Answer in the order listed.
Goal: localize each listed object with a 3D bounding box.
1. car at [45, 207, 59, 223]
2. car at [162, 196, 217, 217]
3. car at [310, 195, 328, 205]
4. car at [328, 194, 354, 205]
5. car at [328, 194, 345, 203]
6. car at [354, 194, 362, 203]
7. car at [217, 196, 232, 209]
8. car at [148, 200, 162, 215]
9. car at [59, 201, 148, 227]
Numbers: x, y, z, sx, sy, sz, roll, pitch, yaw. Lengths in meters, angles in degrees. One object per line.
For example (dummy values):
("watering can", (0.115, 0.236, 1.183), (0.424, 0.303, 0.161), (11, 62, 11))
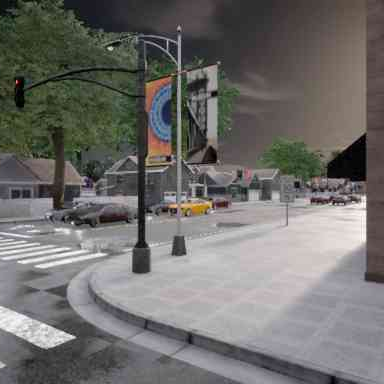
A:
("car", (-8.175, 1.391, 24.186), (2.128, 1.511, 4.902), (0, 0, 36))
("car", (-0.103, 1.326, 29.890), (1.882, 1.535, 5.008), (0, 0, 36))
("car", (20.071, 1.171, 52.164), (1.882, 1.535, 5.008), (0, 0, 36))
("car", (22.324, 1.203, 49.727), (1.837, 1.490, 4.892), (0, 0, 36))
("car", (26.708, 1.146, 61.444), (1.837, 1.490, 4.892), (0, 0, 36))
("car", (28.319, 1.155, 58.114), (1.837, 1.490, 4.892), (0, 0, 36))
("car", (2.872, 1.272, 39.624), (1.882, 1.535, 5.008), (0, 0, 36))
("car", (-2.985, 1.413, 31.435), (1.994, 1.385, 4.181), (0, 0, 36))
("car", (-5.666, 1.449, 22.130), (2.033, 1.411, 5.357), (0, 0, 34))
